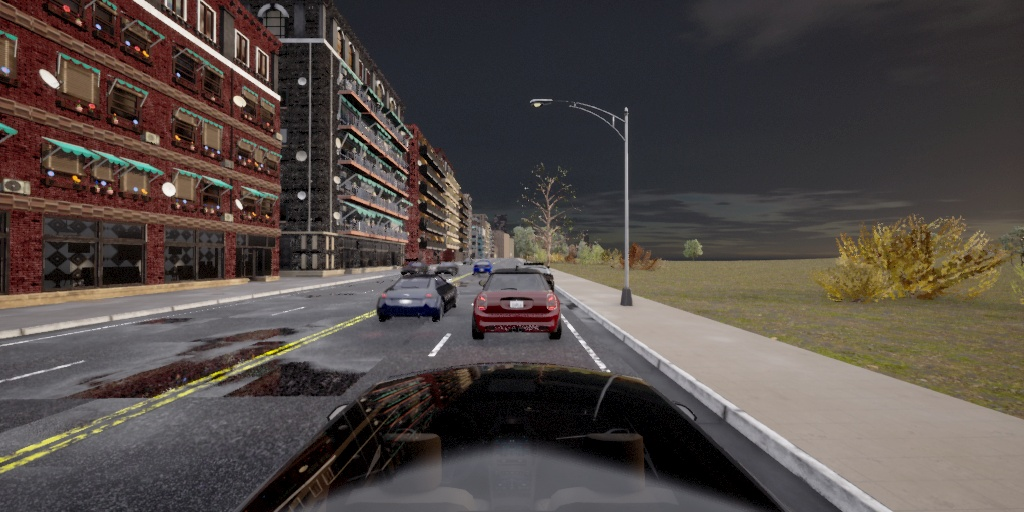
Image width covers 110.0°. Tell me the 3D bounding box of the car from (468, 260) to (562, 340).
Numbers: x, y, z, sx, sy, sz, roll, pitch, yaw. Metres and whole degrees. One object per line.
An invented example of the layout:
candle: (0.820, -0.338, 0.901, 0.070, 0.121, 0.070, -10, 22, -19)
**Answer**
car: (0.114, 1.103, 10.170, 2.097, 1.767, 4.553, 0, 0, 0)

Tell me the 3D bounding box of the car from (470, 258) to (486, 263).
car: (-3.064, 1.229, 38.958, 1.882, 1.535, 5.008, 0, 0, 0)

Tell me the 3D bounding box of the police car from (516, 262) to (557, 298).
police car: (1.177, 1.177, 19.666, 1.930, 1.638, 5.238, 0, 0, 0)

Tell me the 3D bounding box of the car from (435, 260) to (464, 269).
car: (-6.523, 1.299, 36.545, 2.033, 1.411, 5.357, 0, 0, 0)

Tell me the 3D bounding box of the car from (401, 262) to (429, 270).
car: (-9.771, 1.299, 36.609, 2.033, 1.411, 5.357, 0, 0, 0)

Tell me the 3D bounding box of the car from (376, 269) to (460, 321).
car: (-3.127, 1.315, 12.550, 1.994, 1.385, 4.181, 0, 0, 0)
